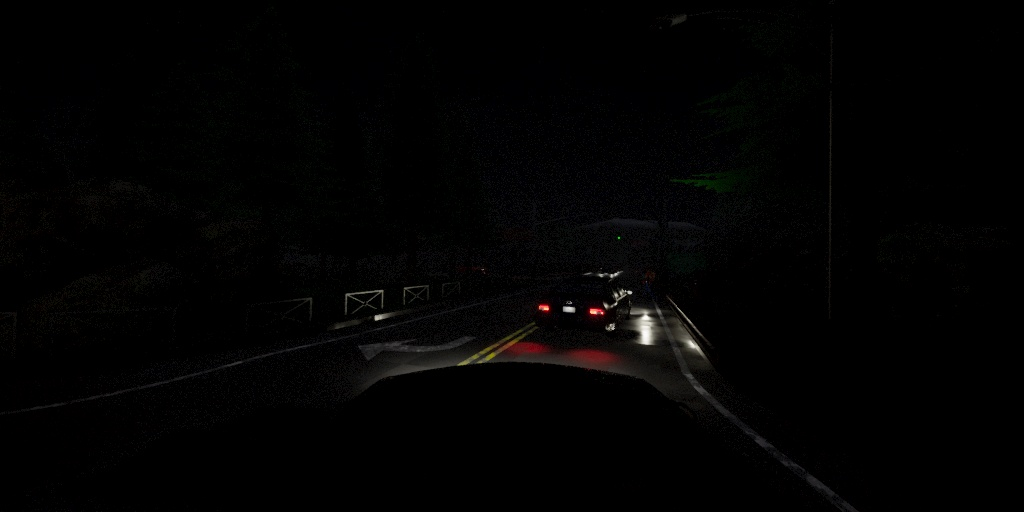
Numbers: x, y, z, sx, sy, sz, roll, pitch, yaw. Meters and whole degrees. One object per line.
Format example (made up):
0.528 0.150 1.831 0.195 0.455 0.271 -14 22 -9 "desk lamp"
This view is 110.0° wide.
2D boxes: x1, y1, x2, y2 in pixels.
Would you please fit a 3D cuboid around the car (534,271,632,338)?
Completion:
2.276 1.289 10.266 2.033 1.411 5.357 1 -1 24 "car"

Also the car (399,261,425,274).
-13.884 1.481 47.703 4.553 1.767 2.097 1 -1 20 "car"

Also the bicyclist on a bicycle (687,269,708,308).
7.833 1.373 15.106 1.656 1.620 0.582 1 -1 -35 "bicyclist on a bicycle"

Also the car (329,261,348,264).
-23.289 1.526 51.320 4.674 1.442 1.812 1 -1 23 "car"

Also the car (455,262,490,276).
-4.994 1.605 44.528 4.553 1.767 2.097 1 -1 20 "car"

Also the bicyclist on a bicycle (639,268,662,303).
6.384 1.361 16.485 1.656 1.620 0.582 1 -1 -32 "bicyclist on a bicycle"

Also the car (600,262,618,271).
15.462 2.025 57.932 2.097 1.767 4.553 1 -1 20 "car"
